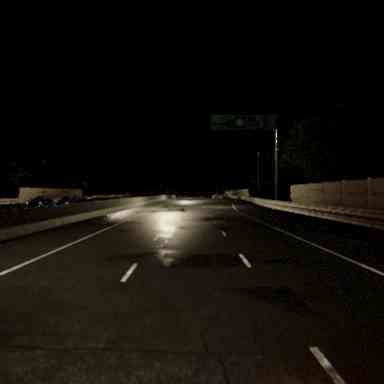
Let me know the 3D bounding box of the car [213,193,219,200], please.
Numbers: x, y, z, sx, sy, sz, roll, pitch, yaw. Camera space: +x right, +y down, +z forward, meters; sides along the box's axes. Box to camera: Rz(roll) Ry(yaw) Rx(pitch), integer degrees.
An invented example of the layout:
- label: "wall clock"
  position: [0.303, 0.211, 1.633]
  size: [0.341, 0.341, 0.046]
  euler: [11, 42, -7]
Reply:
- label: "car"
  position: [6.963, 1.532, 83.122]
  size: [1.895, 1.301, 4.718]
  euler: [0, 0, 0]

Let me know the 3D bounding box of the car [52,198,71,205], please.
- label: "car"
  position: [-23.889, 1.729, 61.233]
  size: [1.895, 1.301, 4.718]
  euler: [0, 0, -3]

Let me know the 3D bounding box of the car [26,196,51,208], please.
- label: "car"
  position: [-21.083, 1.409, 46.297]
  size: [2.097, 1.767, 4.553]
  euler: [0, 0, 0]

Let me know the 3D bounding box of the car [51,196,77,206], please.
- label: "car"
  position: [-17.582, 1.410, 46.930]
  size: [2.097, 1.767, 4.553]
  euler: [0, 0, 0]

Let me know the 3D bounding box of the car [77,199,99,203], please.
- label: "car"
  position: [-14.084, 1.623, 46.891]
  size: [1.994, 1.385, 4.181]
  euler: [0, 0, 0]
